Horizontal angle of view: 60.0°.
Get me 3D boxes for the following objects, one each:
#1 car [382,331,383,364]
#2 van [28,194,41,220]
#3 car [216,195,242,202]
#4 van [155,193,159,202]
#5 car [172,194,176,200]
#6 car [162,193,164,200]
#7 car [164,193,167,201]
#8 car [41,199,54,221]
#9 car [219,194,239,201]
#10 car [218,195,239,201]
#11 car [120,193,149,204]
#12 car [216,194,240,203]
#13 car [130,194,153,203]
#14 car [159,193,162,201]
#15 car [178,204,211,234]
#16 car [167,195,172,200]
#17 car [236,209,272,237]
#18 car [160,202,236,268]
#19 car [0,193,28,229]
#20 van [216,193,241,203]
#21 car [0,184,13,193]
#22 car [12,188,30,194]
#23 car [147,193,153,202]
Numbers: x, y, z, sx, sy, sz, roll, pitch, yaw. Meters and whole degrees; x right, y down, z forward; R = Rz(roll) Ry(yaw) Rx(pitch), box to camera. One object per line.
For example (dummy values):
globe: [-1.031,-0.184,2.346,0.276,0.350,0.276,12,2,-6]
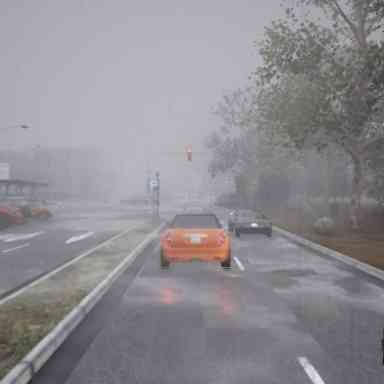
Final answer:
car: [3.099,1.499,1.868,2.128,1.511,4.902,0,0,0]
van: [-13.616,1.357,23.942,4.442,1.987,1.878,-1,-1,-19]
car: [8.162,1.439,73.296,5.366,1.575,1.946,1,0,-13]
van: [-10.282,1.271,73.713,4.442,1.987,1.878,-1,-1,-14]
car: [-8.054,1.285,91.670,5.566,2.045,2.435,-1,-1,-12]
car: [-9.685,1.552,79.679,4.674,1.452,2.002,-1,0,-13]
car: [-9.315,1.558,82.680,4.674,1.452,2.002,-1,-1,-13]
car: [-13.642,1.471,26.920,4.553,1.767,2.185,-1,0,-19]
car: [9.410,1.331,85.003,4.553,1.767,2.185,1,0,-12]
car: [8.674,1.489,79.135,4.674,1.452,2.002,1,0,-13]
car: [-11.481,1.515,64.727,4.792,1.488,2.163,-1,0,-15]
car: [7.627,1.309,70.303,4.553,1.767,2.185,1,0,-14]
car: [-10.746,1.367,70.672,4.553,1.767,2.185,-1,-1,-14]
car: [-10.056,1.507,76.683,4.892,1.521,2.231,-1,-1,-14]
car: [0.159,1.583,20.904,1.837,1.490,4.892,0,0,1]
car: [-8.503,1.571,88.663,4.674,1.452,2.002,-1,0,-12]
car: [3.142,1.632,18.706,1.994,1.385,4.181,0,0,0]
car: [0.105,1.394,11.615,2.097,1.767,4.553,0,0,0]
car: [-13.730,1.321,20.906,5.566,2.045,2.435,-1,-1,-20]
van: [7.245,1.204,67.333,4.442,1.987,1.878,1,0,-14]
car: [-31.191,-0.287,55.649,2.435,2.045,5.566,6,-3,-19]
car: [-28.196,0.274,55.589,2.002,1.452,4.674,6,-3,-19]
car: [-10.838,1.479,67.720,5.366,1.575,1.946,-1,0,-15]
